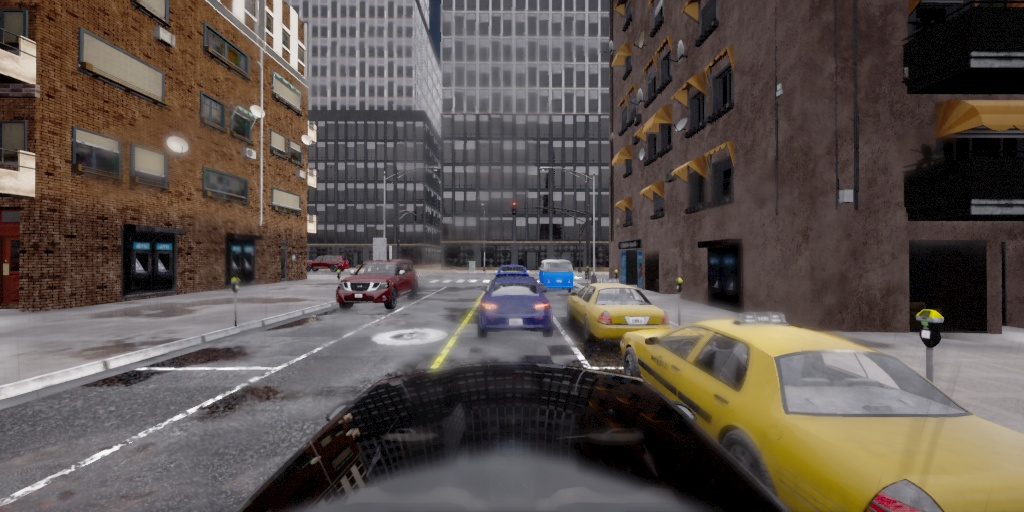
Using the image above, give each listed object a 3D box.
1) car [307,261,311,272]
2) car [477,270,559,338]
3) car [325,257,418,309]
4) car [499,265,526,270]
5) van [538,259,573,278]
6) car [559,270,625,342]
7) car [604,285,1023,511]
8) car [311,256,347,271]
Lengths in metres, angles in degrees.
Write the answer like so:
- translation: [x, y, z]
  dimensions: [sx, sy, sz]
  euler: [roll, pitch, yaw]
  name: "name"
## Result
- translation: [-21.003, 1.084, 32.411]
  dimensions: [4.207, 1.307, 1.802]
  euler: [0, 0, -1]
  name: "car"
- translation: [0.062, 1.277, 10.129]
  dimensions: [1.812, 1.442, 4.674]
  euler: [0, 0, -1]
  name: "car"
- translation: [-5.378, 1.068, 15.037]
  dimensions: [2.192, 1.841, 5.009]
  euler: [0, 0, 0]
  name: "car"
- translation: [0.009, 1.233, 20.390]
  dimensions: [1.882, 1.535, 5.008]
  euler: [0, 0, 0]
  name: "car"
- translation: [2.470, 1.096, 20.721]
  dimensions: [1.690, 1.789, 3.998]
  euler: [0, 0, 0]
  name: "van"
- translation: [2.533, 1.277, 9.611]
  dimensions: [1.751, 1.417, 4.829]
  euler: [0, 0, 0]
  name: "car"
- translation: [2.565, 1.276, 3.970]
  dimensions: [1.751, 1.417, 4.829]
  euler: [0, 0, 0]
  name: "car"
- translation: [-21.090, 0.863, 40.550]
  dimensions: [5.009, 1.841, 2.192]
  euler: [0, 0, -1]
  name: "car"
